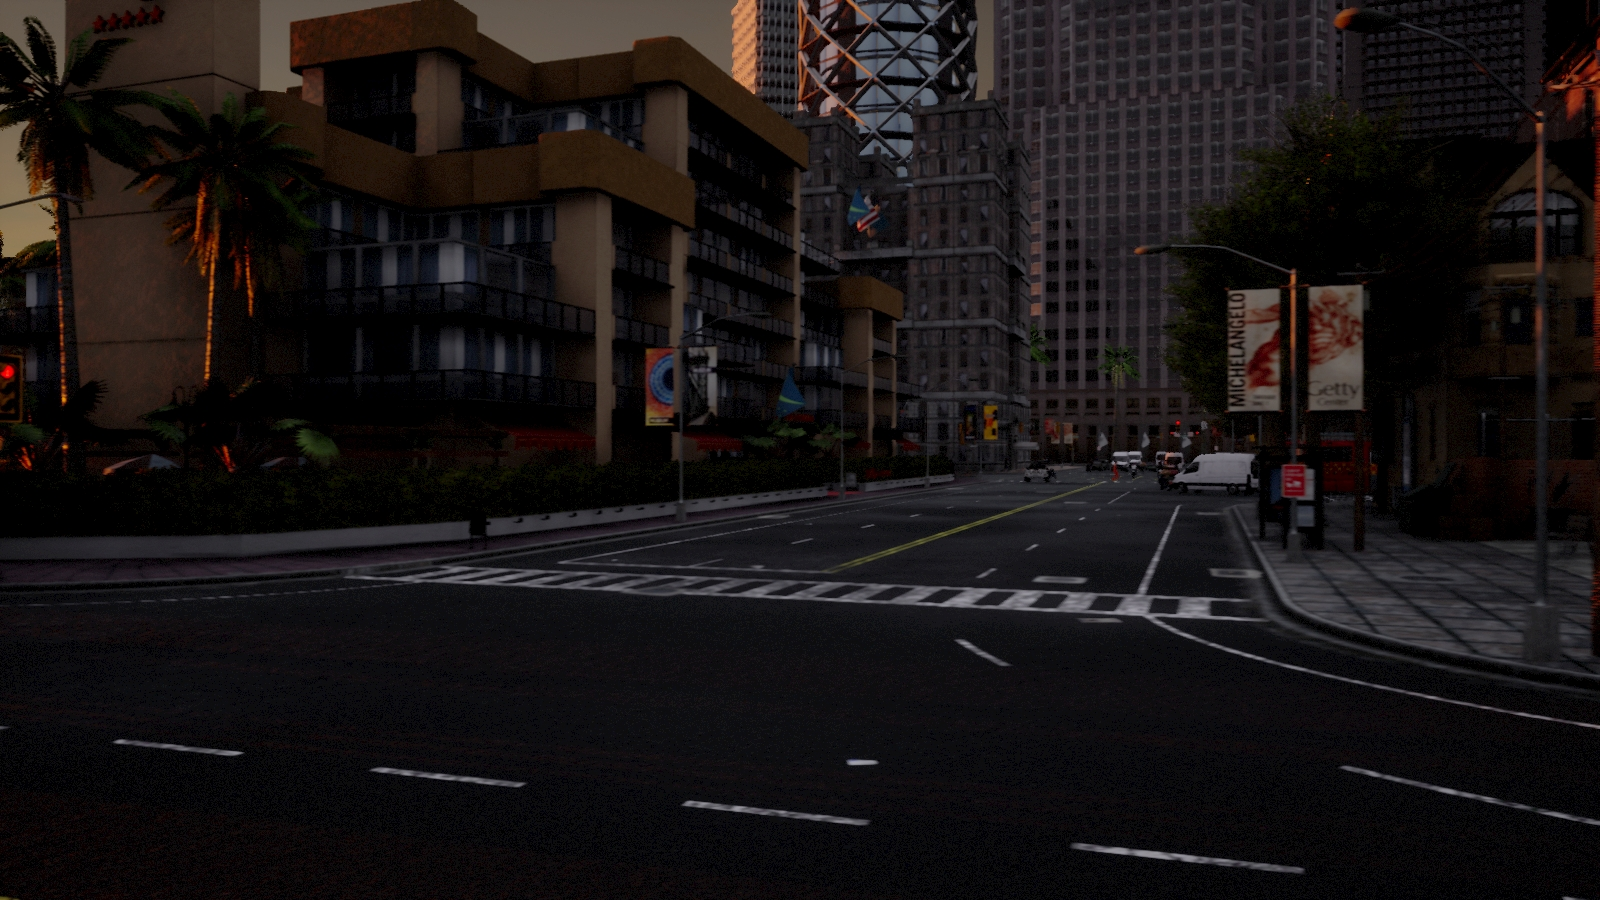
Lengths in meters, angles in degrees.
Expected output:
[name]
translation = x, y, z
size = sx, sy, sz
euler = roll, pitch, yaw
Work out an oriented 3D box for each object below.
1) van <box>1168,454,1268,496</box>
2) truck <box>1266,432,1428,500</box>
[van]
translation = 26.651, 1.535, 73.041
size = 1.988, 2.561, 5.915
euler = 0, 0, -37
[truck]
translation = 32.217, 0.891, 67.494
size = 8.468, 3.827, 2.891
euler = 0, 0, 26
